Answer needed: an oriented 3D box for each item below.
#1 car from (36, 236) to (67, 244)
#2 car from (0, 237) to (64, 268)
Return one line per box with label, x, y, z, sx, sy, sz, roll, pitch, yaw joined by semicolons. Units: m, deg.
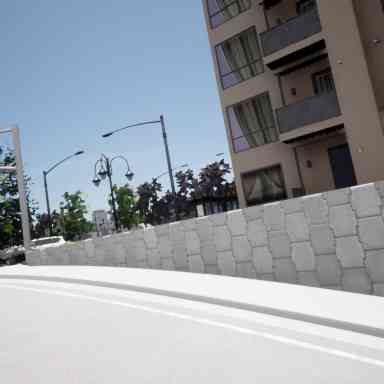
car;-14.122;5.314;30.276;2.150;2.045;5.566;-14;-8;35
car;-12.964;4.841;25.653;2.128;1.511;4.902;-14;-8;36
